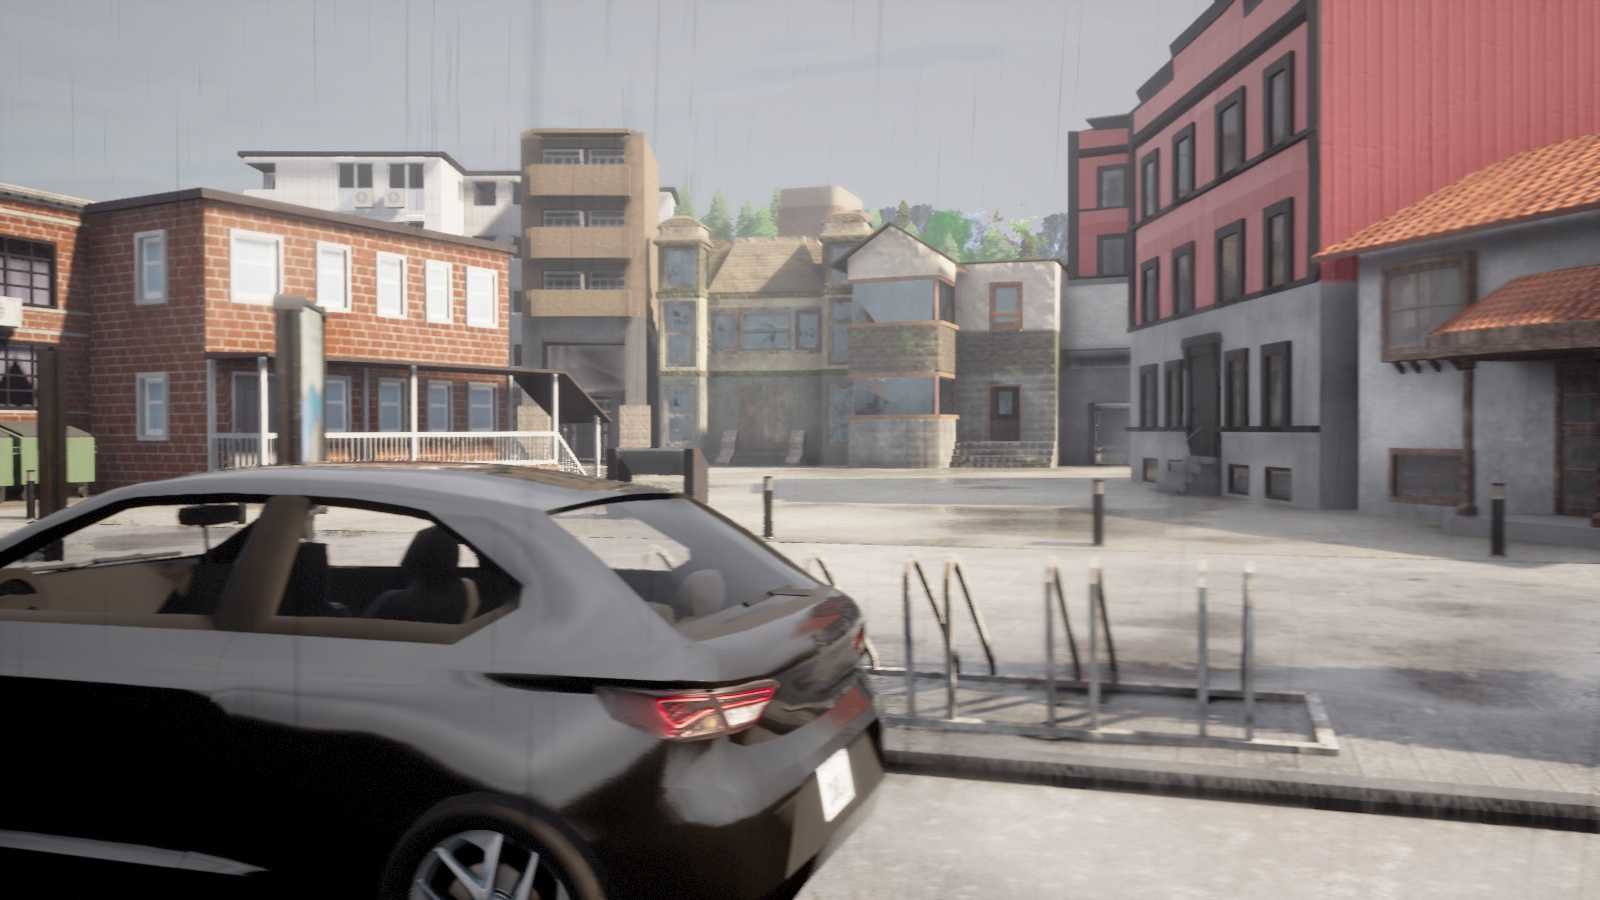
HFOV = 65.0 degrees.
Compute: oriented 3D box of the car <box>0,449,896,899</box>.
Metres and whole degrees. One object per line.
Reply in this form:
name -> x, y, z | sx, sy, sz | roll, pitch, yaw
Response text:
car -> -1.932, 0.763, 4.370 | 4.193, 1.474, 1.816 | 1, 1, 19
